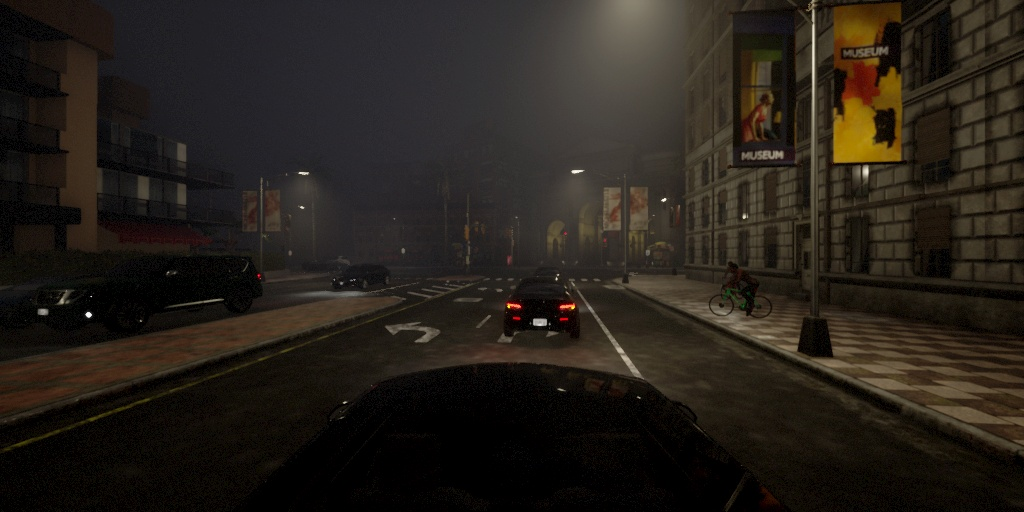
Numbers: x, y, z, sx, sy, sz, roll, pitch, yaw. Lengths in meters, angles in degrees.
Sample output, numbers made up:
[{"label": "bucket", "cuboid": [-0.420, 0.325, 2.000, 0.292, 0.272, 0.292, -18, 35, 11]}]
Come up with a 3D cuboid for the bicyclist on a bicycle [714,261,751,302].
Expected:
[{"label": "bicyclist on a bicycle", "cuboid": [9.272, 1.047, 15.059, 1.656, 1.620, 0.582, 0, 0, -28]}]

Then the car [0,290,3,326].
[{"label": "car", "cuboid": [-14.204, 1.296, 11.639, 2.033, 1.411, 5.357, 0, 0, 7]}]

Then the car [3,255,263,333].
[{"label": "car", "cuboid": [-10.713, 0.970, 11.216, 2.150, 2.045, 5.566, 0, 0, 8]}]

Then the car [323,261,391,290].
[{"label": "car", "cuboid": [-9.399, 1.245, 22.737, 1.837, 1.490, 4.892, 0, 2, 7]}]

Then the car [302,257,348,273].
[{"label": "car", "cuboid": [-23.010, 1.232, 43.464, 4.902, 1.511, 2.128, 0, 0, 13]}]

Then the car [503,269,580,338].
[{"label": "car", "cuboid": [0.877, 1.274, 10.078, 1.812, 1.442, 4.674, 0, 0, 7]}]

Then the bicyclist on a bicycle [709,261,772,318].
[{"label": "bicyclist on a bicycle", "cuboid": [6.854, 1.048, 10.797, 1.656, 1.620, 0.582, 0, 0, 22]}]

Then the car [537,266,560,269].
[{"label": "car", "cuboid": [1.922, 1.271, 18.921, 1.812, 1.442, 4.674, 0, 0, 7]}]
